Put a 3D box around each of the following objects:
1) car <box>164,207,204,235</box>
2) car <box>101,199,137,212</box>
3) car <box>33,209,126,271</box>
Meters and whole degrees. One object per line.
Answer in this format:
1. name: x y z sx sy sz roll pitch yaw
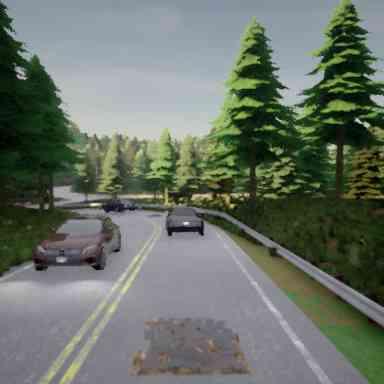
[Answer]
1. car: -0.516 1.533 18.691 1.994 1.385 4.181 0 0 -6
2. car: -8.336 1.573 37.913 2.033 1.411 5.357 -4 2 -42
3. car: -3.506 1.517 11.049 1.812 1.442 4.674 0 0 -2
